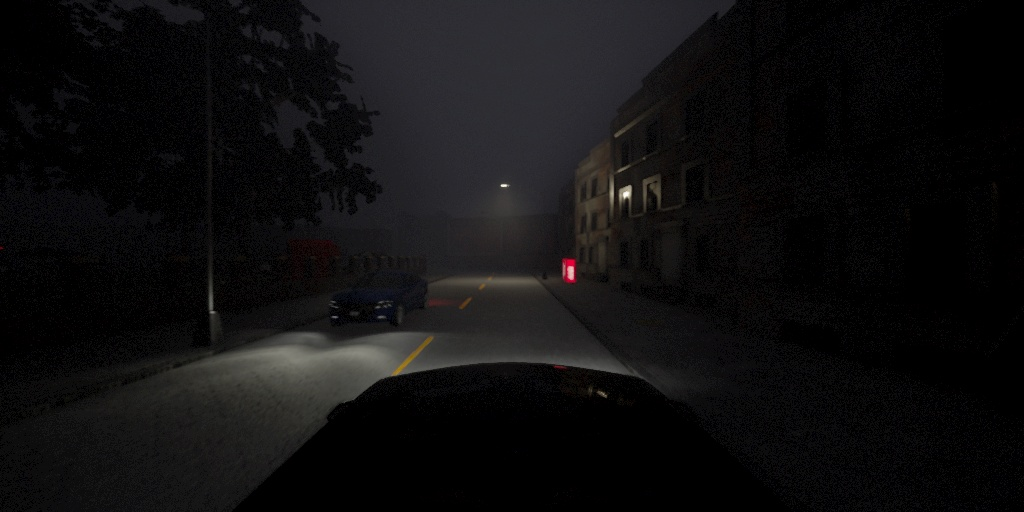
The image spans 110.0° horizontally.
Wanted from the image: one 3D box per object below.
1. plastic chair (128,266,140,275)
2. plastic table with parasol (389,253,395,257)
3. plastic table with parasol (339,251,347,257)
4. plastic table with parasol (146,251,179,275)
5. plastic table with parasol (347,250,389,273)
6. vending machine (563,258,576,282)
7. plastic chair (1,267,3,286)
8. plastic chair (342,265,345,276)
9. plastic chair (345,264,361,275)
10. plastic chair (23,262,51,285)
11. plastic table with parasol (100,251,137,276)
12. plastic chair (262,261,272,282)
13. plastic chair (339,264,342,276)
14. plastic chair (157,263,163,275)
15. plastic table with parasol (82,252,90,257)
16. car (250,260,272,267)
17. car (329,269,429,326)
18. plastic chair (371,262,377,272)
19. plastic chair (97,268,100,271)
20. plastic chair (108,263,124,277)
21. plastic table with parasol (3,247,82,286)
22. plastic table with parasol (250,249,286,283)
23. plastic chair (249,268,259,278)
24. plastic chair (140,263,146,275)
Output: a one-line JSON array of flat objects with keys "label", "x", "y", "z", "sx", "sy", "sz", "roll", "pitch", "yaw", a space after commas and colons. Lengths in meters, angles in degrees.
[{"label": "plastic chair", "x": -38.523, "y": 1.345, "z": 36.804, "sx": 0.730, "sy": 1.272, "sz": 0.750, "roll": 0, "pitch": 0, "yaw": -40}, {"label": "plastic table with parasol", "x": -13.268, "y": 0.739, "z": 36.863, "sx": 2.482, "sy": 2.480, "sz": 2.482, "roll": 0, "pitch": 0, "yaw": 0}, {"label": "plastic table with parasol", "x": -16.918, "y": 0.708, "z": 34.461, "sx": 2.482, "sy": 2.480, "sz": 2.482, "roll": 0, "pitch": 0, "yaw": -40}, {"label": "plastic table with parasol", "x": -35.054, "y": 0.707, "z": 36.500, "sx": 2.482, "sy": 2.480, "sz": 2.482, "roll": 0, "pitch": 0, "yaw": -40}, {"label": "plastic table with parasol", "x": -13.051, "y": 0.739, "z": 32.513, "sx": 2.482, "sy": 2.480, "sz": 2.482, "roll": 0, "pitch": 0, "yaw": -40}, {"label": "vending machine", "x": 4.303, "y": 1.166, "z": 26.788, "sx": 1.100, "sy": 2.100, "sz": 0.880, "roll": 0, "pitch": 0, "yaw": 0}, {"label": "plastic chair", "x": -32.304, "y": 1.293, "z": 23.222, "sx": 0.730, "sy": 1.272, "sz": 0.750, "roll": 0, "pitch": 0, "yaw": -34}, {"label": "plastic chair", "x": -16.186, "y": 1.340, "z": 33.460, "sx": 0.750, "sy": 1.272, "sz": 0.730, "roll": 0, "pitch": 0, "yaw": -40}, {"label": "plastic chair", "x": -14.026, "y": 1.343, "z": 31.613, "sx": 0.730, "sy": 1.272, "sz": 0.750, "roll": 0, "pitch": 0, "yaw": -35}, {"label": "plastic chair", "x": -30.603, "y": 1.166, "z": 23.092, "sx": 0.750, "sy": 1.272, "sz": 0.730, "roll": 0, "pitch": 0, "yaw": -39}, {"label": "plastic table with parasol", "x": -39.545, "y": 0.742, "z": 36.068, "sx": 2.482, "sy": 2.480, "sz": 2.482, "roll": 0, "pitch": 0, "yaw": -40}, {"label": "plastic chair", "x": -19.694, "y": 1.271, "z": 29.303, "sx": 0.750, "sy": 1.272, "sz": 0.730, "roll": 0, "pitch": 0, "yaw": -44}, {"label": "plastic chair", "x": -14.676, "y": 1.343, "z": 29.423, "sx": 0.730, "sy": 1.272, "sz": 0.750, "roll": 0, "pitch": 0, "yaw": -40}, {"label": "plastic chair", "x": -34.322, "y": 1.281, "z": 35.503, "sx": 0.750, "sy": 1.272, "sz": 0.730, "roll": 0, "pitch": 0, "yaw": -40}, {"label": "plastic table with parasol", "x": -34.572, "y": 0.679, "z": 27.863, "sx": 2.482, "sy": 2.480, "sz": 2.482, "roll": 0, "pitch": 0, "yaw": -41}, {"label": "car", "x": -32.076, "y": 1.266, "z": 46.141, "sx": 4.892, "sy": 1.490, "sz": 1.837, "roll": 0, "pitch": 0, "yaw": 0}, {"label": "car", "x": -4.098, "y": 1.229, "z": 11.822, "sx": 1.882, "sy": 1.535, "sz": 5.008, "roll": 0, "pitch": 0, "yaw": 0}, {"label": "plastic chair", "x": -12.320, "y": 1.342, "z": 31.513, "sx": 0.750, "sy": 1.272, "sz": 0.730, "roll": 0, "pitch": 0, "yaw": -40}, {"label": "plastic chair", "x": -33.689, "y": 1.221, "z": 28.576, "sx": 0.730, "sy": 1.272, "sz": 0.750, "roll": 0, "pitch": 0, "yaw": -42}, {"label": "plastic chair", "x": -38.813, "y": 1.346, "z": 35.069, "sx": 0.750, "sy": 1.272, "sz": 0.730, "roll": 0, "pitch": 0, "yaw": -40}, {"label": "plastic table with parasol", "x": -31.310, "y": 0.626, "z": 24.064, "sx": 2.482, "sy": 2.480, "sz": 2.482, "roll": 0, "pitch": 0, "yaw": -39}, {"label": "plastic table with parasol", "x": -20.514, "y": 0.679, "z": 30.150, "sx": 2.482, "sy": 2.480, "sz": 2.482, "roll": 0, "pitch": 0, "yaw": -38}, {"label": "plastic chair", "x": -21.409, "y": 1.262, "z": 29.449, "sx": 0.730, "sy": 1.272, "sz": 0.750, "roll": 0, "pitch": 0, "yaw": -38}, {"label": "plastic chair", "x": -36.029, "y": 1.318, "z": 35.600, "sx": 0.730, "sy": 1.272, "sz": 0.750, "roll": 0, "pitch": 0, "yaw": -35}]
